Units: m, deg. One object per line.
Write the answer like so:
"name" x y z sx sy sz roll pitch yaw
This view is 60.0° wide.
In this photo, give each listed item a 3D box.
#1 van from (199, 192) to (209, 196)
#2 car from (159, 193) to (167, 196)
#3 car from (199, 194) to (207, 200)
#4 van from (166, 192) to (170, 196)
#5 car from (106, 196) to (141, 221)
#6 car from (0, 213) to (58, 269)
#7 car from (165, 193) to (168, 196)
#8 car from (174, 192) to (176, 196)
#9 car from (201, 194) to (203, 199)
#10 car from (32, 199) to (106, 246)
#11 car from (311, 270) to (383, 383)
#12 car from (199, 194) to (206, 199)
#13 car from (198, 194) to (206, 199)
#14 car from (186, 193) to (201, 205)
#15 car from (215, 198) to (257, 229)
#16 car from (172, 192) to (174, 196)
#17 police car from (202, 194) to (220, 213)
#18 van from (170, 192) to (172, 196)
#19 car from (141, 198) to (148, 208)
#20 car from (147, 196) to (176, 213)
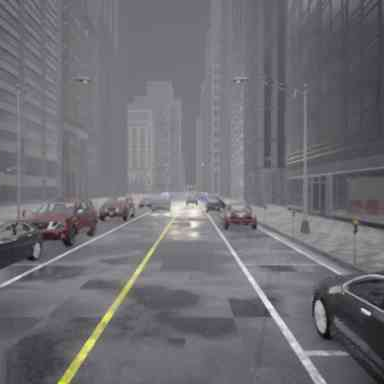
"van" 2.767 1.098 65.795 1.690 1.788 3.998 0 0 0
"car" -5.759 1.349 54.511 2.008 1.369 4.403 0 0 0
"car" 2.770 1.277 82.718 1.802 1.307 4.206 0 0 0
"van" -5.758 1.098 65.791 1.690 1.788 3.998 0 0 0
"car" -5.763 1.216 26.306 2.192 1.841 5.009 0 0 0
"car" -5.765 1.514 9.385 2.008 1.369 4.403 0 0 0
"car" -5.758 1.304 59.981 1.752 1.417 4.829 0 0 0
"car" -5.756 1.010 82.714 2.192 1.841 5.009 0 0 0
"car" 2.766 1.364 48.874 1.887 1.381 4.507 0 0 0
"car" -5.765 1.257 15.025 2.192 1.841 5.009 0 0 0
"car" 2.760 1.535 3.750 2.008 1.369 4.403 0 0 0
"car" 2.771 1.256 88.359 1.802 1.307 4.206 0 0 0
"car" 2.771 1.219 93.999 1.947 1.339 4.313 0 0 0
"car" 0.006 1.354 52.188 2.033 1.411 5.357 0 0 0
"car" 2.762 1.361 20.670 1.967 1.590 4.097 0 0 0
"car" -5.757 1.156 77.073 1.967 1.590 4.097 0 0 0
"police car" 2.370 1.296 34.447 1.930 1.638 5.238 0 0 0
"van" -5.758 1.077 71.432 1.690 1.788 3.998 0 0 0
"car" -5.760 1.405 43.230 1.947 1.339 4.313 0 0 0
"car" -3.094 1.416 35.222 2.033 1.411 5.357 0 0 0
